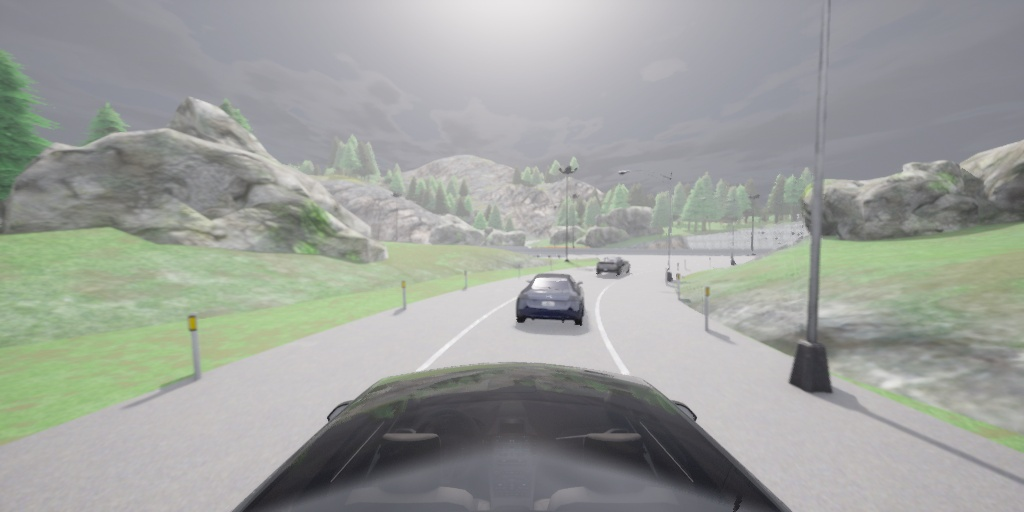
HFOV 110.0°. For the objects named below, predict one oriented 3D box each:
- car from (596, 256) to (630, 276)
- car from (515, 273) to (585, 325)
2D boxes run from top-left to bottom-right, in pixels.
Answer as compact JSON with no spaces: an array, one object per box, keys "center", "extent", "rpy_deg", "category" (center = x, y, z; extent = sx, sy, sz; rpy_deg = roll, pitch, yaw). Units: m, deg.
[{"center":[8.333,0.772,29.302],"extent":[2.128,1.511,4.902],"rpy_deg":[2,3,31],"category":"car"},{"center":[1.365,1.248,11.767],"extent":[1.994,1.385,4.181],"rpy_deg":[1,1,11],"category":"car"}]
